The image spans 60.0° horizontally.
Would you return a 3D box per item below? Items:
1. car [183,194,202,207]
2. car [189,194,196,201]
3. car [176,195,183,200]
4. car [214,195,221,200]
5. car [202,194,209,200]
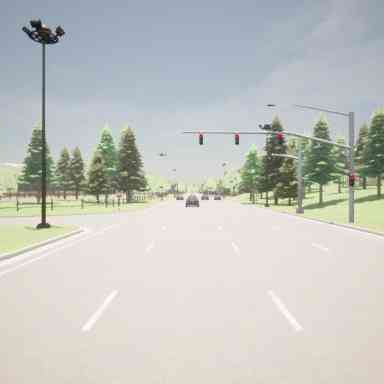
[{"bbox_3d":[0.069,1.403,51.726,2.097,1.767,4.553,0,0,0],"label":"car"},{"bbox_3d":[0.125,1.447,93.172,2.097,1.767,4.553,0,0,0],"label":"car"},{"bbox_3d":[-3.375,1.645,93.173,1.994,1.385,4.181,0,0,0],"label":"car"},{"bbox_3d":[7.125,1.617,93.192,2.128,1.511,4.902,0,0,0],"label":"car"},{"bbox_3d":[3.625,1.447,93.167,2.097,1.767,4.553,0,0,0],"label":"car"}]
